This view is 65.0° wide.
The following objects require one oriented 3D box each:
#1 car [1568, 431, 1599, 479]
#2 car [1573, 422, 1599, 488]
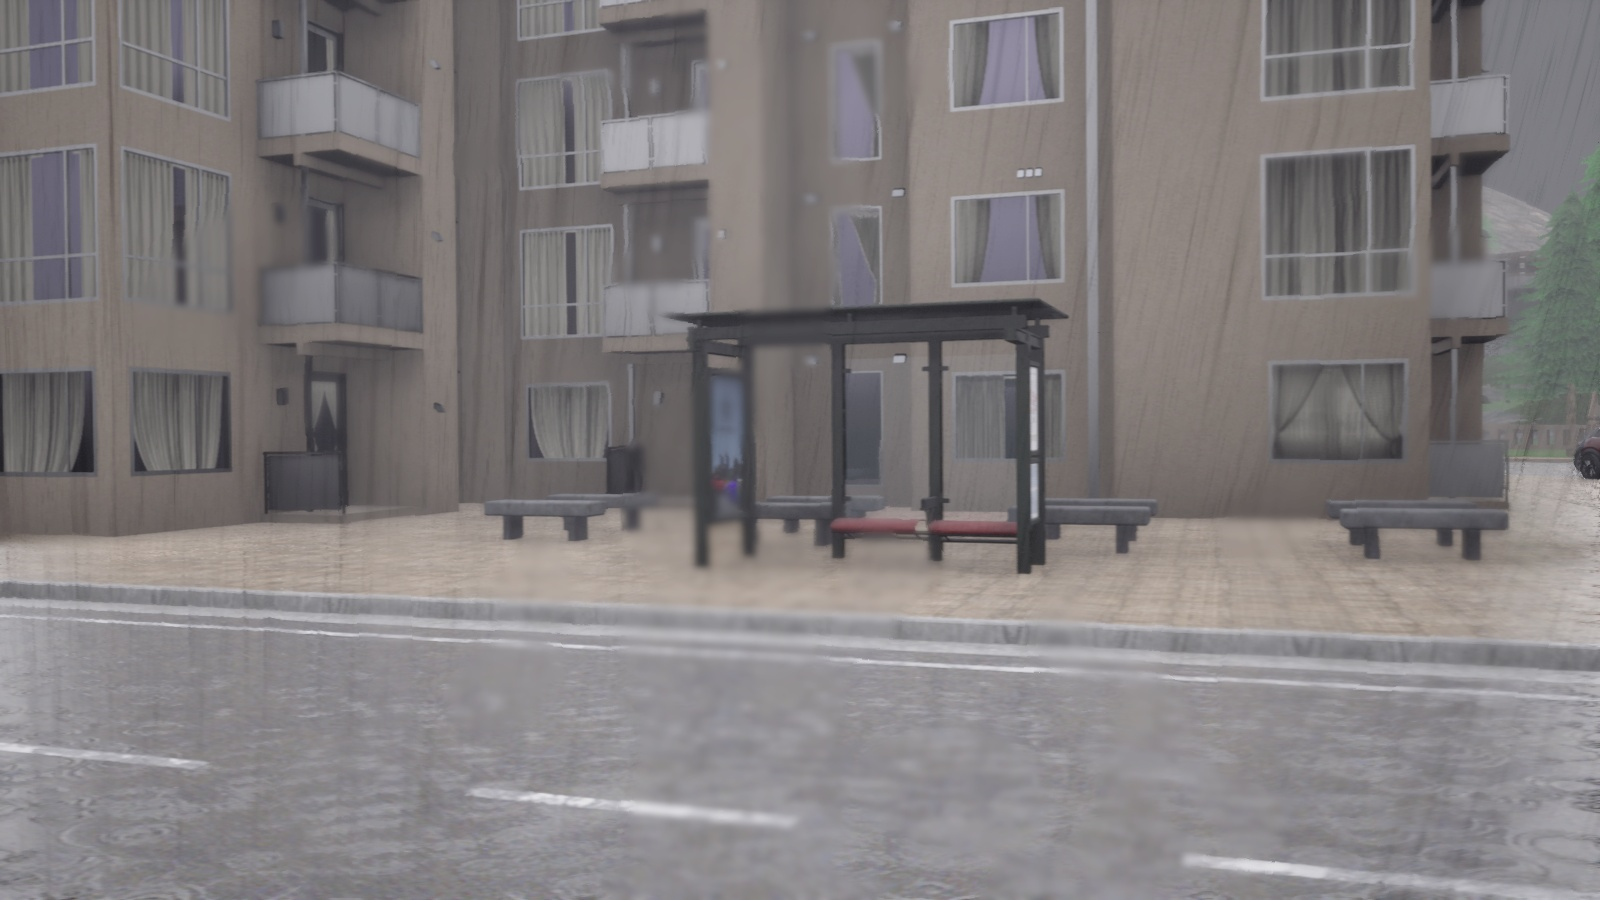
[{"bbox_3d":[25.576,0.166,37.899,1.970,1.475,3.806,0,1,-14],"label":"car"},{"bbox_3d":[22.640,0.139,32.594,2.097,1.767,4.553,0,1,-4],"label":"car"}]
